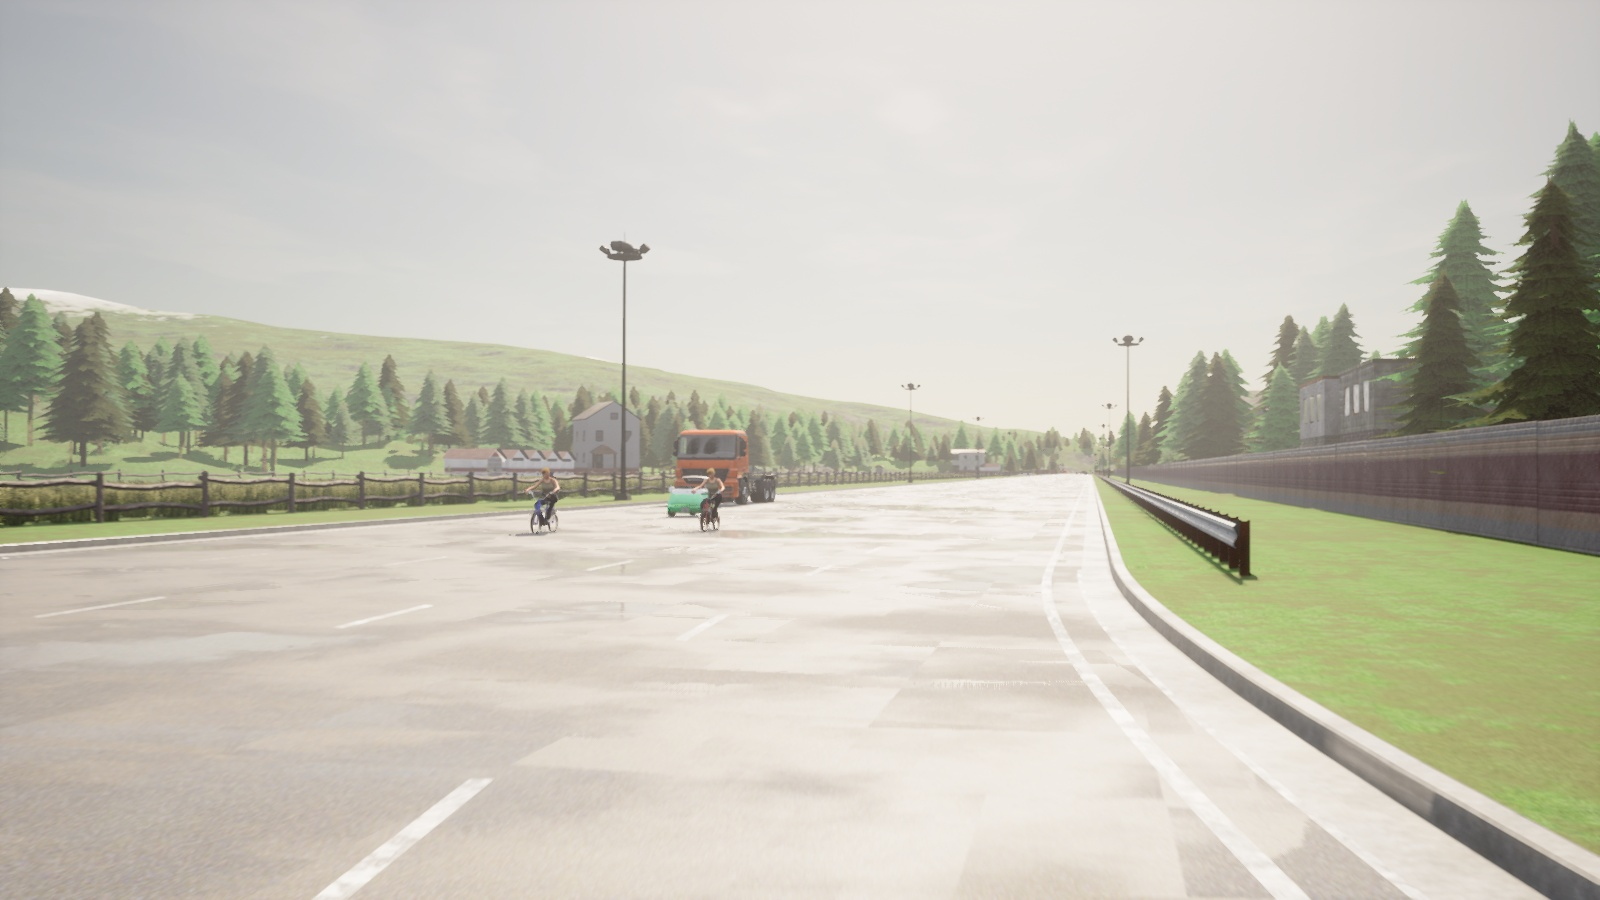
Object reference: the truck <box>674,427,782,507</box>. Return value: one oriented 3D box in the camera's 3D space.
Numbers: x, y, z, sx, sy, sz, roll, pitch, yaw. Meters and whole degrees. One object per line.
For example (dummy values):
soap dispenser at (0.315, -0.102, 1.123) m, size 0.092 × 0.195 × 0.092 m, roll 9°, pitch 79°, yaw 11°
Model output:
truck at (-3.223, 0.789, 58.608) m, size 2.891 × 3.462 × 7.936 m, roll 0°, pitch -1°, yaw 13°

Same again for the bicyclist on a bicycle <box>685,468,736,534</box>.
bicyclist on a bicycle at (-2.255, 1.272, 31.807) m, size 0.866 × 1.612 × 1.509 m, roll 0°, pitch -1°, yaw 13°

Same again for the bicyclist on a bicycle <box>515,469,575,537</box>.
bicyclist on a bicycle at (-6.171, 1.264, 30.419) m, size 0.866 × 1.612 × 1.509 m, roll 0°, pitch -1°, yaw 13°

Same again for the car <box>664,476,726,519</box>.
car at (-3.487, 1.560, 41.983) m, size 1.481 × 1.376 × 2.207 m, roll 0°, pitch -1°, yaw 13°
